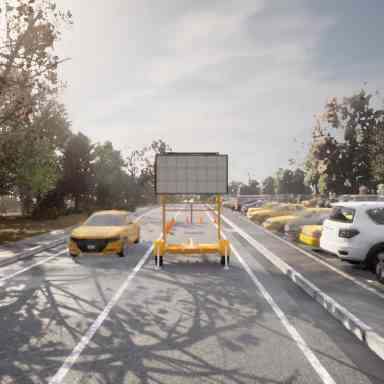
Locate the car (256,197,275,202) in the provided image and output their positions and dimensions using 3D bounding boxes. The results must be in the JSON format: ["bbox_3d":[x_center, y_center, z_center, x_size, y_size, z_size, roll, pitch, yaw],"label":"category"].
[{"bbox_3d":[20.610,2.155,93.282,5.008,1.535,2.097,0,-1,0],"label":"car"}]

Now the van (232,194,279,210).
[{"bbox_3d":[7.193,1.345,37.961,4.442,1.987,1.878,0,0,0],"label":"van"}]

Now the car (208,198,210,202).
[{"bbox_3d":[7.519,2.105,90.682,5.008,1.535,2.097,0,-1,0],"label":"car"}]

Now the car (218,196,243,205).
[{"bbox_3d":[7.252,1.579,62.946,4.553,1.767,2.185,0,0,0],"label":"car"}]

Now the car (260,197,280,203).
[{"bbox_3d":[20.562,2.035,87.618,4.892,1.521,2.231,0,-1,0],"label":"car"}]

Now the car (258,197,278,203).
[{"bbox_3d":[20.586,2.093,90.387,5.008,1.535,2.097,0,-1,0],"label":"car"}]

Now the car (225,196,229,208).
[{"bbox_3d":[7.094,1.630,43.512,4.792,1.488,2.163,0,0,0],"label":"car"}]

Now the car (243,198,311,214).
[{"bbox_3d":[7.170,1.530,26.862,5.366,1.575,1.946,0,0,0],"label":"car"}]

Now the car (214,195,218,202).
[{"bbox_3d":[7.052,1.672,57.394,5.366,1.575,1.946,0,0,0],"label":"car"}]

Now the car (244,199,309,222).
[{"bbox_3d":[6.778,1.533,24.213,5.366,1.575,1.946,0,0,0],"label":"car"}]

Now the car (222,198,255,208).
[{"bbox_3d":[7.198,1.646,51.840,4.892,1.521,2.231,0,0,0],"label":"car"}]

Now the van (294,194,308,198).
[{"bbox_3d":[20.434,1.441,57.296,4.442,1.987,1.878,0,0,0],"label":"van"}]

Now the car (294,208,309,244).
[{"bbox_3d":[7.056,1.568,12.985,5.366,1.575,1.946,0,0,0],"label":"car"}]

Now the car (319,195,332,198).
[{"bbox_3d":[20.173,1.341,43.320,5.566,2.045,2.435,0,0,0],"label":"car"}]

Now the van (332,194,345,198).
[{"bbox_3d":[20.062,1.352,40.552,4.442,1.987,1.878,0,0,0],"label":"van"}]

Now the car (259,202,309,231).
[{"bbox_3d":[6.731,1.550,18.540,5.366,1.575,1.946,0,0,0],"label":"car"}]

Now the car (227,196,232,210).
[{"bbox_3d":[7.071,1.615,40.737,4.792,1.488,2.163,0,0,0],"label":"car"}]

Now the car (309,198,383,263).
[{"bbox_3d":[6.875,1.329,10.209,5.566,2.045,2.435,0,0,0],"label":"car"}]

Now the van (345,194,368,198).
[{"bbox_3d":[20.272,1.337,37.780,4.442,1.987,1.878,0,0,0],"label":"van"}]

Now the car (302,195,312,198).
[{"bbox_3d":[20.265,1.637,51.630,5.008,1.535,2.097,0,0,0],"label":"car"}]

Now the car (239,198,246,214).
[{"bbox_3d":[7.002,1.536,29.631,4.892,1.521,2.231,0,0,0],"label":"car"}]

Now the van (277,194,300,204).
[{"bbox_3d":[20.547,1.514,71.021,4.442,1.987,1.878,0,0,0],"label":"van"}]

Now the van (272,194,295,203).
[{"bbox_3d":[20.338,1.530,73.926,4.442,1.987,1.878,0,-1,0],"label":"van"}]

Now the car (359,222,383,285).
[{"bbox_3d":[6.830,1.590,7.434,5.008,1.535,2.097,0,0,0],"label":"car"}]

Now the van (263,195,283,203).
[{"bbox_3d":[20.662,1.749,84.852,4.442,1.987,1.878,0,-1,0],"label":"van"}]

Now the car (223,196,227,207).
[{"bbox_3d":[7.117,1.645,46.289,4.792,1.488,2.163,0,0,0],"label":"car"}]

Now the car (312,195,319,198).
[{"bbox_3d":[20.196,1.356,46.091,5.566,2.045,2.435,0,0,0],"label":"car"}]

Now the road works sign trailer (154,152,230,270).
[{"bbox_3d":[-0.015,0.480,11.132,2.380,3.560,2.880,0,0,-1],"label":"road works sign trailer"}]

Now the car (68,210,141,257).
[{"bbox_3d":[-3.238,1.497,13.168,1.882,1.535,5.008,0,0,0],"label":"car"}]

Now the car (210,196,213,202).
[{"bbox_3d":[7.404,1.513,74.050,5.566,2.045,2.435,0,0,0],"label":"car"}]

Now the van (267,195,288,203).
[{"bbox_3d":[20.383,1.630,79.316,4.442,1.987,1.878,0,-1,0],"label":"van"}]

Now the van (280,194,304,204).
[{"bbox_3d":[20.526,1.500,68.376,4.442,1.987,1.878,0,0,0],"label":"van"}]

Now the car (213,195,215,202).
[{"bbox_3d":[7.301,1.719,65.721,5.008,1.535,2.097,0,0,0],"label":"car"}]

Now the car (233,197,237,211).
[{"bbox_3d":[7.083,1.586,35.183,4.792,1.488,2.163,0,0,0],"label":"car"}]

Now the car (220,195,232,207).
[{"bbox_3d":[6.983,1.627,49.066,5.366,1.575,1.946,0,0,0],"label":"car"}]

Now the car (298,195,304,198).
[{"bbox_3d":[20.297,1.692,54.525,4.674,1.452,2.002,0,0,0],"label":"car"}]

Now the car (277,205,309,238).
[{"bbox_3d":[6.899,1.563,15.763,4.892,1.521,2.231,0,0,0],"label":"car"}]

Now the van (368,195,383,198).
[{"bbox_3d":[20.001,1.310,32.226,4.442,1.987,1.878,0,0,0],"label":"van"}]

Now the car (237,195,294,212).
[{"bbox_3d":[7.062,1.418,32.411,4.553,1.767,2.185,0,0,0],"label":"car"}]

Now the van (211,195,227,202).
[{"bbox_3d":[7.653,1.939,93.462,4.442,1.987,1.878,0,-1,0],"label":"van"}]

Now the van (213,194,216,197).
[{"bbox_3d":[7.236,1.523,71.275,4.442,1.987,1.878,0,0,0],"label":"van"}]
